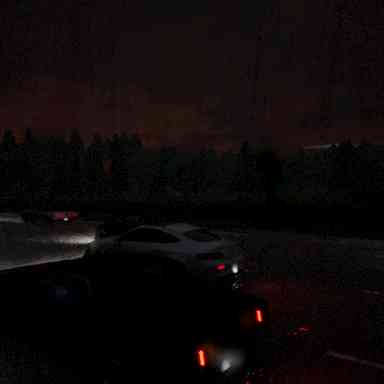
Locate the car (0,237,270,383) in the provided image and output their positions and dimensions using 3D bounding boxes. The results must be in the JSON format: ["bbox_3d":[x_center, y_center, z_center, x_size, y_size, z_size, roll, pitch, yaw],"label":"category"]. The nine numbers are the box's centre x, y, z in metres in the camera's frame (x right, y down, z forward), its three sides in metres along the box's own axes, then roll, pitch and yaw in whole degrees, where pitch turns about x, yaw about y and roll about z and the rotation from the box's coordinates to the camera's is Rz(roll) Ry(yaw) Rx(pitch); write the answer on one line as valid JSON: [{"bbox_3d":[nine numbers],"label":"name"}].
[{"bbox_3d":[-1.406,1.601,4.992,4.718,1.301,1.895,0,0,35],"label":"car"}]

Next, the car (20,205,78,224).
[{"bbox_3d":[-10.578,1.603,24.409,4.718,1.301,1.895,0,0,35],"label":"car"}]

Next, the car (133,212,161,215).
[{"bbox_3d":[-2.221,1.566,14.165,4.181,1.385,1.994,0,0,35],"label":"car"}]

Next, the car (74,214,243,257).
[{"bbox_3d":[-0.896,1.527,8.924,4.674,1.442,1.812,0,0,35],"label":"car"}]
